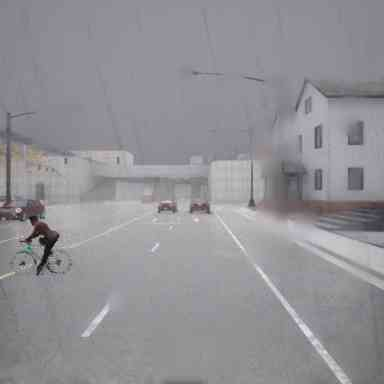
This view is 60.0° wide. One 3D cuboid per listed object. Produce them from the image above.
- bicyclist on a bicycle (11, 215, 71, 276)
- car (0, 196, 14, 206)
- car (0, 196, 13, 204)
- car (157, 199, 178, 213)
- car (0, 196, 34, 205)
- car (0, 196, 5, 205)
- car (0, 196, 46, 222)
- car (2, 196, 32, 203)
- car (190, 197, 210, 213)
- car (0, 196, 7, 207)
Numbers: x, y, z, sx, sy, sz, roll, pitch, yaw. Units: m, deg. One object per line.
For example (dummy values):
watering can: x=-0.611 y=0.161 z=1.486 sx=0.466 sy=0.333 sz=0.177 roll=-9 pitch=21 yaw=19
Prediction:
bicyclist on a bicycle: x=-4.094 y=1.455 z=8.978 sx=1.656 sy=1.620 sz=0.582 roll=-2 pitch=0 yaw=1
car: x=-30.544 y=1.453 z=54.162 sx=2.038 sy=1.542 sz=4.974 roll=0 pitch=0 yaw=-35
car: x=-30.574 y=1.295 z=54.204 sx=1.853 sy=1.218 sz=4.536 roll=0 pitch=0 yaw=-35
car: x=-2.662 y=1.526 z=36.787 sx=1.812 sy=1.442 sz=4.674 roll=0 pitch=0 yaw=2
car: x=-31.218 y=1.453 z=59.544 sx=2.038 sy=1.542 sz=4.974 roll=0 pitch=0 yaw=30
car: x=-30.669 y=1.295 z=49.517 sx=1.853 sy=1.218 sz=4.536 roll=0 pitch=0 yaw=45
car: x=-13.462 y=1.352 z=26.214 sx=2.097 sy=1.767 sz=4.553 roll=0 pitch=0 yaw=1
car: x=-31.244 y=1.295 z=59.499 sx=1.853 sy=1.218 sz=4.536 roll=0 pitch=0 yaw=30
car: x=0.870 y=1.352 z=36.700 sx=2.097 sy=1.767 sz=4.553 roll=0 pitch=0 yaw=1
car: x=-30.632 y=1.453 z=49.554 sx=2.038 sy=1.542 sz=4.974 roll=0 pitch=0 yaw=45
